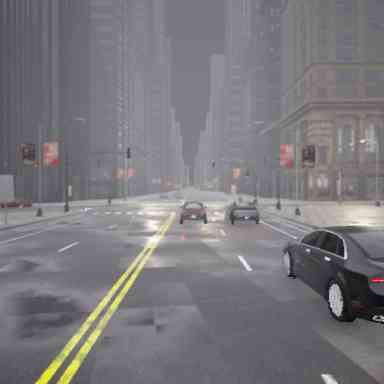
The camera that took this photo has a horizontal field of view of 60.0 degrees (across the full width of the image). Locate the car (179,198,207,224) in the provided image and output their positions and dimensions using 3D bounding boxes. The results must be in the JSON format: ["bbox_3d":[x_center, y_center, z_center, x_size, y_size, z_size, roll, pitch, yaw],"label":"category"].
[{"bbox_3d":[0.093,1.382,23.462,1.812,1.442,4.674,0,0,0],"label":"car"}]

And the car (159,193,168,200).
[{"bbox_3d":[-6.525,1.035,77.588,2.033,1.411,5.357,0,0,0],"label":"car"}]

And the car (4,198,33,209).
[{"bbox_3d":[-23.996,1.553,45.038,4.507,1.381,1.887,-1,1,0],"label":"car"}]

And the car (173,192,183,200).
[{"bbox_3d":[-3.275,0.850,77.618,2.097,1.767,4.553,0,0,0],"label":"car"}]

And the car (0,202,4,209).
[{"bbox_3d":[-23.854,1.619,36.511,4.829,1.417,1.752,-1,1,0],"label":"car"}]

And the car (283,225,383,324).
[{"bbox_3d":[3.349,1.460,7.041,1.837,1.490,4.892,0,0,0],"label":"car"}]

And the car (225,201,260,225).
[{"bbox_3d":[3.344,1.353,22.683,2.128,1.511,4.902,0,0,0],"label":"car"}]
